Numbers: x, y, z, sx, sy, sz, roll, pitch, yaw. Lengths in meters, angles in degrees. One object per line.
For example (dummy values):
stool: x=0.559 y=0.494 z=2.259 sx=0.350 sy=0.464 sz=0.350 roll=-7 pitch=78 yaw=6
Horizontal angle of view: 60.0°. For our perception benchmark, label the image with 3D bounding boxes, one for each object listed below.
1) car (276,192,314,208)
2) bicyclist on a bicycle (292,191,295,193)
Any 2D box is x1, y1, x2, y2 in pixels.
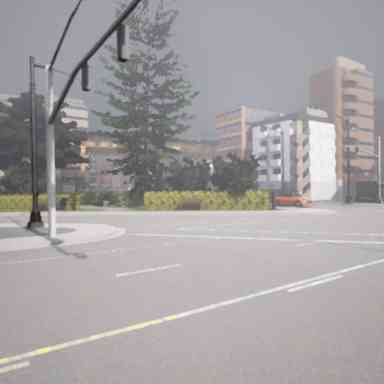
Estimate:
car: x=11.619 y=0.843 z=38.119 sx=2.097 sy=1.767 sz=4.553 roll=-1 pitch=1 yaw=-34
bicyclist on a bicycle: x=14.426 y=0.637 z=47.229 sx=1.656 sy=1.620 sz=0.582 roll=-2 pitch=1 yaw=-35
